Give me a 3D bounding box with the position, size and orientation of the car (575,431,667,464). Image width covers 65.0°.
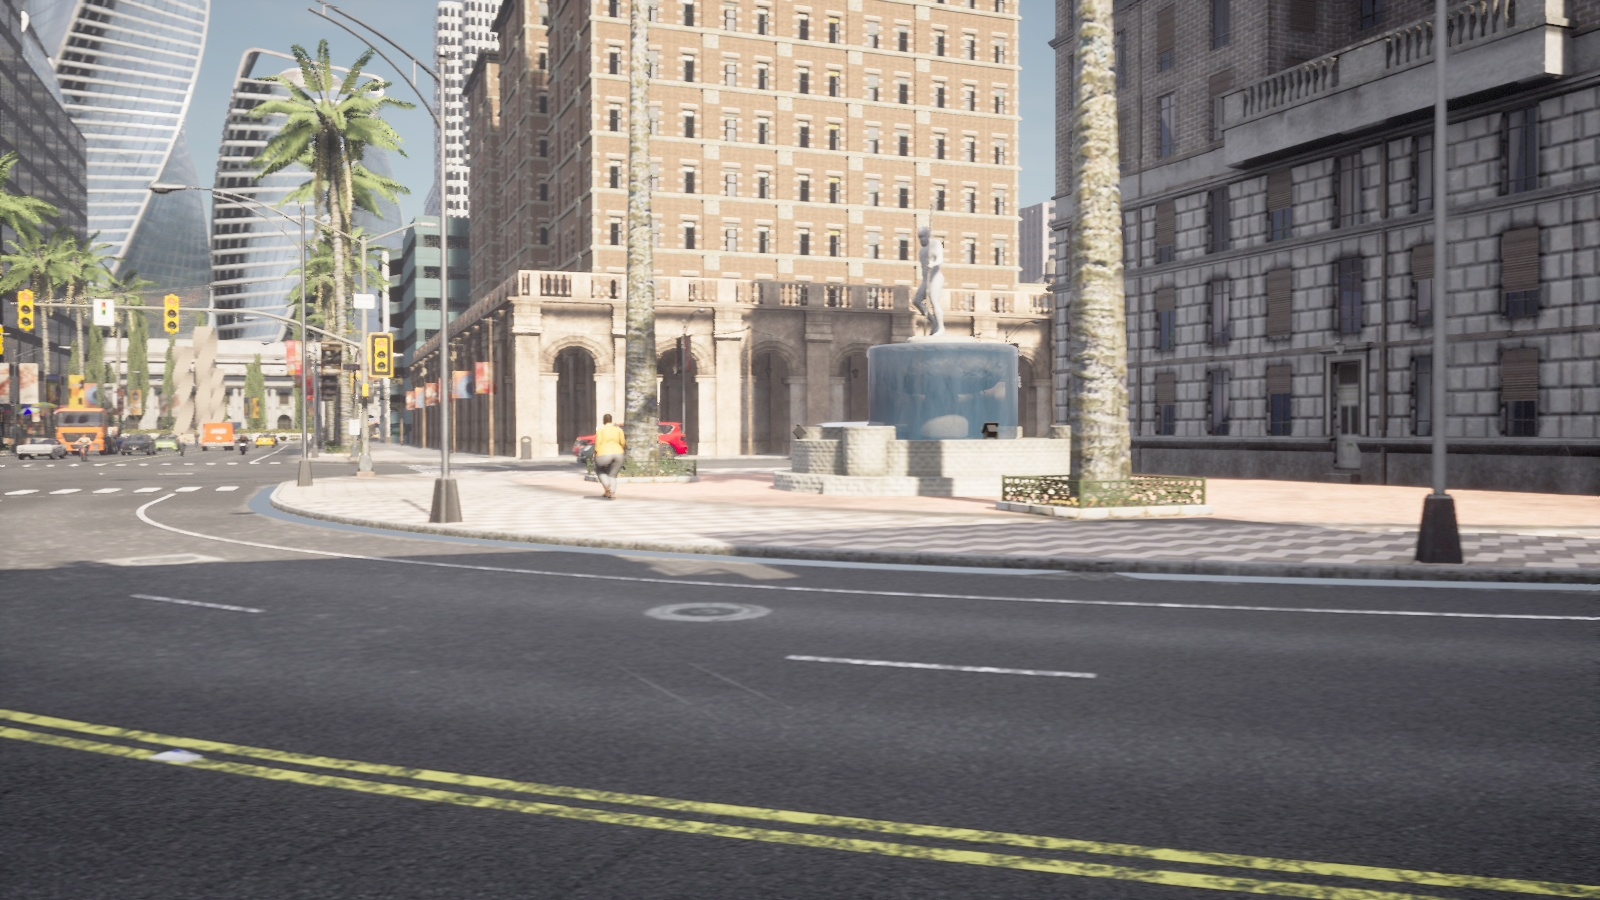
[{"bbox_3d":[-8.225,-0.122,57.637,3.806,1.475,1.970,0,1,-21],"label":"car"}]

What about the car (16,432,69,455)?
[{"bbox_3d":[-45.508,-0.410,75.547,1.895,1.301,4.718,0,1,-21],"label":"car"}]

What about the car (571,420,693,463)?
[{"bbox_3d":[-8.223,-0.426,61.387,5.566,2.045,2.150,0,1,-20],"label":"car"}]

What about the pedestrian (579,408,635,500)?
[{"bbox_3d":[-3.987,0.071,25.921,0.874,1.855,0.900,0,1,-29],"label":"pedestrian"}]

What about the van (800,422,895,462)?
[{"bbox_3d":[2.470,-0.441,65.458,4.480,2.038,2.069,0,1,-21],"label":"van"}]
